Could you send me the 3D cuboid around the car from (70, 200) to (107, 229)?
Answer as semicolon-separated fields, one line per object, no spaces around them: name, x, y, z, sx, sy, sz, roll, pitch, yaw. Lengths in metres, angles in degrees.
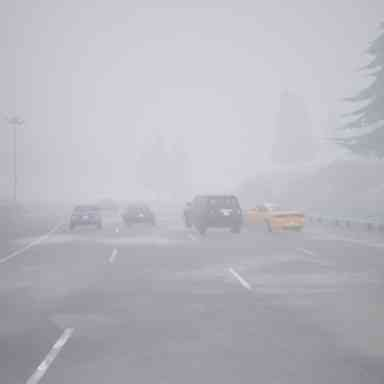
car;-6.743;1.483;21.231;2.033;1.411;5.357;0;0;-17

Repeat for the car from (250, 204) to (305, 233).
car;4.506;1.406;19.163;1.882;1.535;5.008;0;0;-13

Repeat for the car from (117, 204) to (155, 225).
car;-3.853;1.488;23.277;1.994;1.385;4.181;0;0;-17

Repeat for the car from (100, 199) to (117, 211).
car;-9.770;1.448;37.528;1.994;1.385;4.181;0;0;-28

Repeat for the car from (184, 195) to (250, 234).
car;1.053;1.155;18.882;2.150;2.045;5.566;0;0;-13
